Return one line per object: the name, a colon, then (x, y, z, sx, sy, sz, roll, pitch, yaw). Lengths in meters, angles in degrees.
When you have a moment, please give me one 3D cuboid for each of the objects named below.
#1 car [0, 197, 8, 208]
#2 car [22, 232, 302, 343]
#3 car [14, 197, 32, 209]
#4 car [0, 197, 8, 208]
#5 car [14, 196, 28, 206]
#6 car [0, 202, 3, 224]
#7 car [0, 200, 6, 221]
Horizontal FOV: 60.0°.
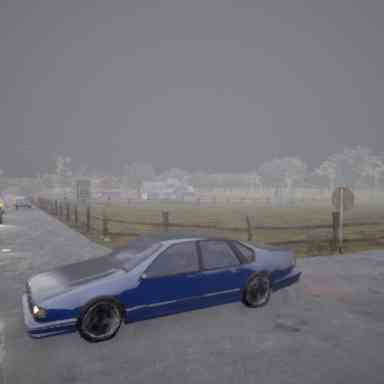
car: (-20.253, 1.462, 34.172, 1.882, 1.535, 5.008, 0, 0, -28)
car: (-0.315, 1.532, 6.504, 5.357, 1.411, 2.033, -1, 1, -29)
car: (-22.501, 1.529, 44.429, 2.033, 1.411, 5.357, 0, 0, -28)
car: (-27.450, 1.441, 47.544, 2.033, 1.411, 5.357, 0, 0, -29)
car: (-27.697, 1.459, 53.747, 1.882, 1.535, 5.008, 0, 0, -29)
car: (-10.112, 1.467, 15.499, 1.882, 1.535, 5.008, 0, 0, -28)
car: (-14.858, 1.551, 24.206, 1.994, 1.385, 4.181, 0, 0, -29)
